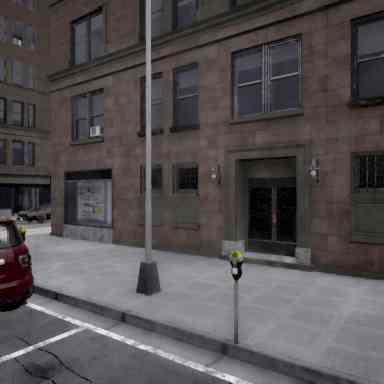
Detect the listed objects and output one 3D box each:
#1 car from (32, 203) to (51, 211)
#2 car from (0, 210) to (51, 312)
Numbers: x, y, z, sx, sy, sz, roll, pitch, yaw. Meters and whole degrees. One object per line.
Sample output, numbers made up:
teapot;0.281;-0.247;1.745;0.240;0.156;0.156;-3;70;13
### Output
car;-10.244;1.502;25.168;2.033;1.411;5.357;0;0;36
car;-5.066;1.315;6.408;5.009;1.841;2.192;0;0;35
